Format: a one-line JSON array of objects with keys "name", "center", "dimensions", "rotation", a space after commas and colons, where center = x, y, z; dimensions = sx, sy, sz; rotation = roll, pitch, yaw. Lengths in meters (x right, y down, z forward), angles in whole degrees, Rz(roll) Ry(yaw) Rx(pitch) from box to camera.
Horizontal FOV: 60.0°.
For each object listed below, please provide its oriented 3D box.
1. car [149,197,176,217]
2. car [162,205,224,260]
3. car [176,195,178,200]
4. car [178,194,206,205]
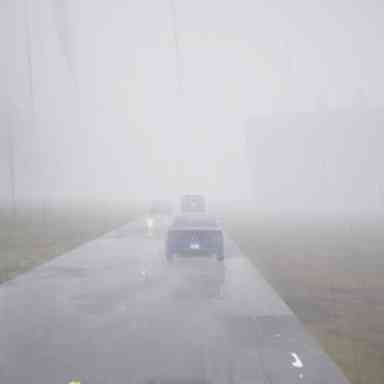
[{"name": "car", "center": [-2.847, 1.474, 31.087], "dimensions": [1.882, 1.535, 5.008], "rotation": [0, 0, 0]}, {"name": "car", "center": [0.095, 1.485, 12.476], "dimensions": [1.882, 1.535, 5.008], "rotation": [0, 0, 0]}, {"name": "car", "center": [-2.750, 1.264, 72.185], "dimensions": [1.812, 1.442, 4.674], "rotation": [0, 0, 0]}, {"name": "car", "center": [0.099, 1.219, 30.626], "dimensions": [2.150, 2.045, 5.566], "rotation": [0, 0, 0]}]
